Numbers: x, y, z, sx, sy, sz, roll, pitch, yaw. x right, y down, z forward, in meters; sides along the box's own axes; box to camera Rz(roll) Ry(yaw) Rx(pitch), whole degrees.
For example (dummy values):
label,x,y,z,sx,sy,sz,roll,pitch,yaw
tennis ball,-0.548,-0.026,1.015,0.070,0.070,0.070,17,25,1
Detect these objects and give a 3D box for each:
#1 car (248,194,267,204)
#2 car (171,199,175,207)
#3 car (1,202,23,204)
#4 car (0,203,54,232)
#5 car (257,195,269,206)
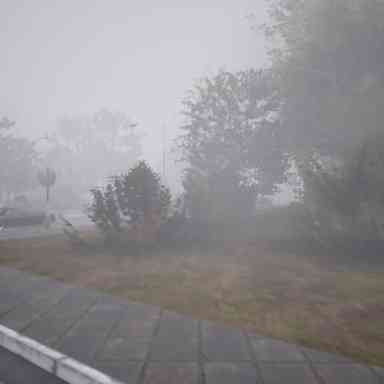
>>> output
label,x,y,z,sx,sy,sz,roll,pitch,yaw
car,12.402,1.329,62.659,2.097,1.767,4.553,0,0,32
car,-3.491,1.522,44.387,2.033,1.411,5.357,0,0,32
car,-14.559,1.523,26.818,2.033,1.411,5.357,0,0,36
car,-10.654,1.583,20.070,1.895,1.301,4.718,0,0,33
car,11.347,1.458,54.425,1.882,1.535,5.008,0,0,32
